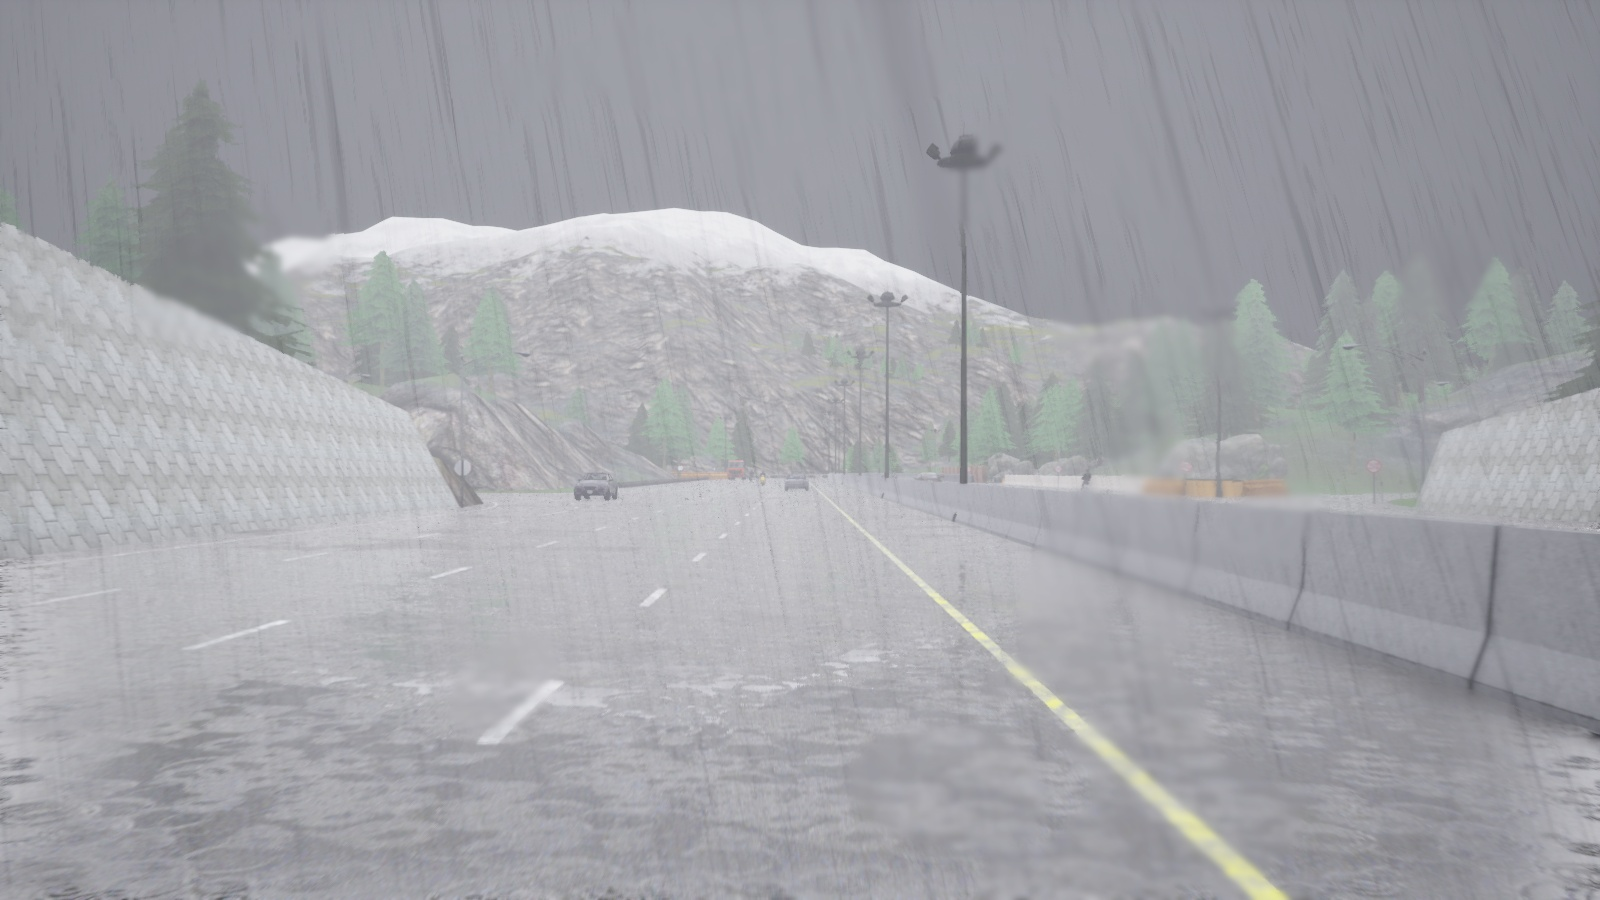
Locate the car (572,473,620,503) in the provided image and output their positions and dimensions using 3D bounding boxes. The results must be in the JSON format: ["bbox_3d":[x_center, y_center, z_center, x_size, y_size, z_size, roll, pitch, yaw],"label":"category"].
[{"bbox_3d":[-10.660,1.973,65.824,1.816,1.474,4.193,0,-1,0],"label":"car"}]
